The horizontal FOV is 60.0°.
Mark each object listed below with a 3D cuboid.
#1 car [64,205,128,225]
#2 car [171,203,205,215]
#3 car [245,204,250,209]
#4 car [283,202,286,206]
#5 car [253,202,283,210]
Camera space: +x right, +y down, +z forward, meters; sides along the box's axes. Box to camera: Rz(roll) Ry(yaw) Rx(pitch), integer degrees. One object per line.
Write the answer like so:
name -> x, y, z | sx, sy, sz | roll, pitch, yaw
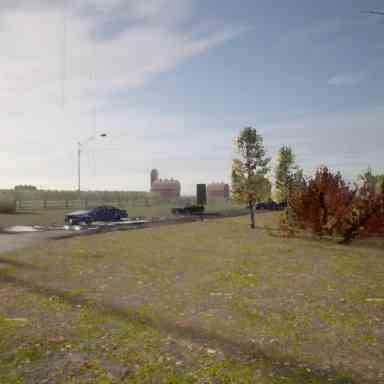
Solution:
car -> -7.507, 1.763, 26.737 | 2.033, 1.411, 5.357 | -1, -1, 32
car -> -0.460, 1.940, 37.981 | 1.895, 1.301, 4.718 | -1, -1, 32
car -> 10.521, 2.049, 55.571 | 1.837, 1.490, 4.892 | -1, -2, 32
car -> 16.934, 2.059, 59.313 | 1.812, 1.442, 4.674 | -1, -1, 31
car -> 11.453, 1.649, 50.322 | 2.150, 2.045, 5.566 | -1, -1, 32
